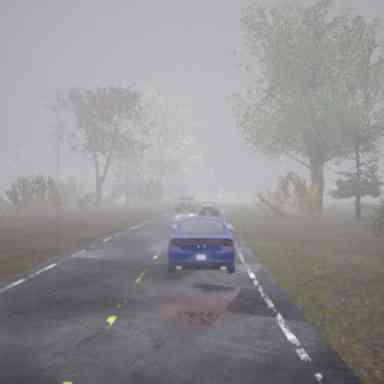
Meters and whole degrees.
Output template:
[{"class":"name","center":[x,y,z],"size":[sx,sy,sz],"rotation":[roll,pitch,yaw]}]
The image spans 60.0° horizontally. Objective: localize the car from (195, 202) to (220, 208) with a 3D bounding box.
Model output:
[{"class":"car","center":[1.626,1.650,31.684],"size":[1.812,1.442,4.674],"rotation":[0,0,5]}]

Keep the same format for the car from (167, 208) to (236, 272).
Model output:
[{"class":"car","center":[0.324,1.521,10.958],"size":[1.882,1.535,5.008],"rotation":[0,0,2]}]

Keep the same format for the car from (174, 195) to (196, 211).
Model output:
[{"class":"car","center":[-0.726,1.374,40.053],"size":[2.150,2.045,5.566],"rotation":[0,0,7]}]
